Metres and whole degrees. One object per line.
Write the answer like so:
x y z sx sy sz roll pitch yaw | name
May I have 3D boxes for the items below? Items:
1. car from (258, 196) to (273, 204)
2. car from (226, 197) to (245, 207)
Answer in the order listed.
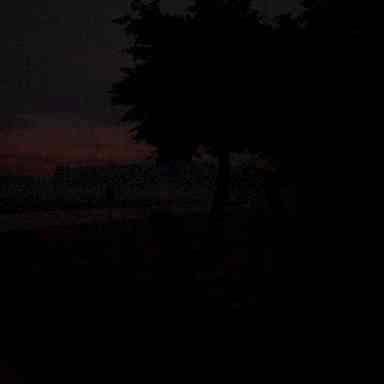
14.799 1.590 66.830 2.033 1.411 5.357 3 1 29 | car
7.010 1.535 53.427 1.812 1.442 4.674 3 1 31 | car
